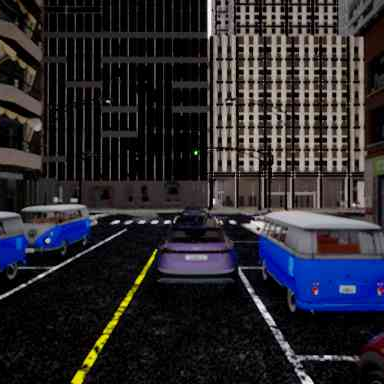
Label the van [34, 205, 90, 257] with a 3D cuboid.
[{"bbox_3d":[-5.311,1.413,13.023,1.690,1.788,3.998,0,0,0],"label":"van"}]

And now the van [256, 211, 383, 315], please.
[{"bbox_3d":[2.570,1.381,7.339,1.690,1.788,3.998,0,0,0],"label":"van"}]

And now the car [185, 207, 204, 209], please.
[{"bbox_3d":[0.130,1.664,20.871,2.033,1.411,5.357,0,0,1],"label":"car"}]

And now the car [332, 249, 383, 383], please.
[{"bbox_3d":[2.569,1.449,1.648,1.967,1.590,4.097,0,0,0],"label":"car"}]

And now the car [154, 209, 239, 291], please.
[{"bbox_3d":[0.099,1.478,9.189,2.033,1.649,4.856,0,-1,0],"label":"car"}]

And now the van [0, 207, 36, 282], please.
[{"bbox_3d":[-5.311,1.381,7.333,1.690,1.788,3.998,0,0,0],"label":"van"}]
